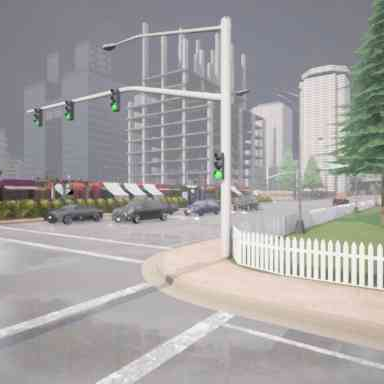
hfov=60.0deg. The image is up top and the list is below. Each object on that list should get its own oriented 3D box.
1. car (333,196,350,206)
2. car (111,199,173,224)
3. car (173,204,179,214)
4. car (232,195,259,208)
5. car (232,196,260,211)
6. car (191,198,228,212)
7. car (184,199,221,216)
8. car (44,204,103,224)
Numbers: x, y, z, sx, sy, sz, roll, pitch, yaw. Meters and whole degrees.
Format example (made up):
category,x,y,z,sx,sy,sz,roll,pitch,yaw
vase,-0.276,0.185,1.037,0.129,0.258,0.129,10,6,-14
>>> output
category,x,y,z,sx,sy,sz,roll,pitch,yaw
car,24.103,1.475,53.649,1.882,1.535,5.008,0,0,34
car,-3.892,1.348,25.140,2.097,1.767,4.553,0,0,34
car,-3.423,1.542,32.076,2.033,1.411,5.357,0,0,34
car,7.927,1.346,48.763,2.097,1.767,4.553,0,0,35
car,6.696,1.500,40.759,1.837,1.490,4.892,0,0,34
car,2.223,1.542,40.411,2.033,1.411,5.357,0,0,34
car,1.060,1.521,32.433,1.812,1.442,4.674,0,0,34
car,-8.606,1.559,24.422,1.994,1.385,4.181,0,0,34
